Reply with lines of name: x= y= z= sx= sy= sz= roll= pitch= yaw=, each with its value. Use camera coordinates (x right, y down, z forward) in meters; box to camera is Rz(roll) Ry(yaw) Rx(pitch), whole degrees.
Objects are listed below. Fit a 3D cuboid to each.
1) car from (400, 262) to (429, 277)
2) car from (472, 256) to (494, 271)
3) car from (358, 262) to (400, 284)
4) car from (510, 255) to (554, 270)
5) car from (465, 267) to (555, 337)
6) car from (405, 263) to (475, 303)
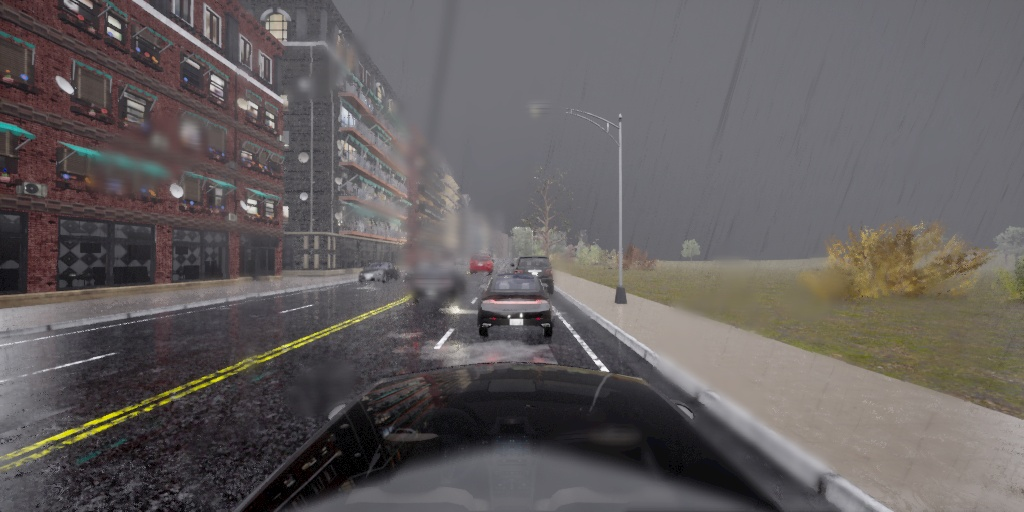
car: x=-6.632 y=1.257 z=27.227 sx=1.837 sy=1.490 sz=4.892 roll=0 pitch=0 yaw=0
car: x=-3.195 y=0.972 z=39.055 sx=2.150 sy=2.045 sz=5.566 roll=0 pitch=0 yaw=0
car: x=-9.881 y=1.243 z=27.083 sx=2.128 sy=1.511 sz=4.902 roll=0 pitch=0 yaw=0
car: x=1.115 y=0.977 z=20.189 sx=2.150 sy=2.045 sz=5.566 roll=0 pitch=0 yaw=0
car: x=0.090 y=1.243 z=10.318 sx=2.128 sy=1.511 sz=4.902 roll=0 pitch=0 yaw=0
car: x=-3.168 y=1.244 z=16.572 sx=2.128 sy=1.511 sz=4.902 roll=0 pitch=0 yaw=0
